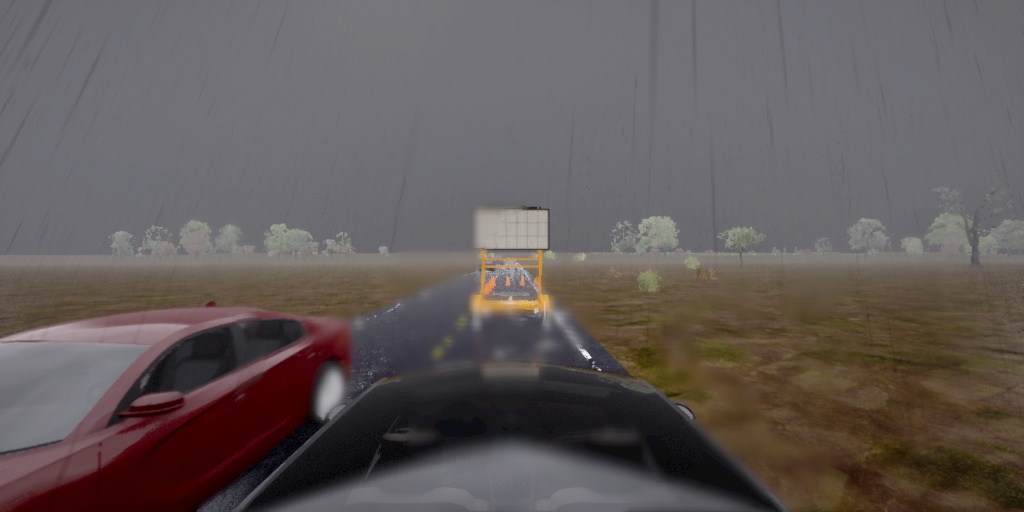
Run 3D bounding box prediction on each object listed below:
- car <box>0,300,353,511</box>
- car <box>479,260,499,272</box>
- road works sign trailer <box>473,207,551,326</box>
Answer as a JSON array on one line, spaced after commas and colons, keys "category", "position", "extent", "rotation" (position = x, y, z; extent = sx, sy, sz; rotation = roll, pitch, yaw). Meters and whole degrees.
[{"category": "car", "position": [-3.098, 1.227, 2.851], "extent": [1.882, 1.535, 5.008], "rotation": [0, 0, 0]}, {"category": "car", "position": [-3.099, 1.296, 45.200], "extent": [2.033, 1.411, 5.357], "rotation": [0, 0, 0]}, {"category": "road works sign trailer", "position": [-0.001, 0.214, 11.611], "extent": [2.380, 3.560, 2.880], "rotation": [0, 0, 0]}]
